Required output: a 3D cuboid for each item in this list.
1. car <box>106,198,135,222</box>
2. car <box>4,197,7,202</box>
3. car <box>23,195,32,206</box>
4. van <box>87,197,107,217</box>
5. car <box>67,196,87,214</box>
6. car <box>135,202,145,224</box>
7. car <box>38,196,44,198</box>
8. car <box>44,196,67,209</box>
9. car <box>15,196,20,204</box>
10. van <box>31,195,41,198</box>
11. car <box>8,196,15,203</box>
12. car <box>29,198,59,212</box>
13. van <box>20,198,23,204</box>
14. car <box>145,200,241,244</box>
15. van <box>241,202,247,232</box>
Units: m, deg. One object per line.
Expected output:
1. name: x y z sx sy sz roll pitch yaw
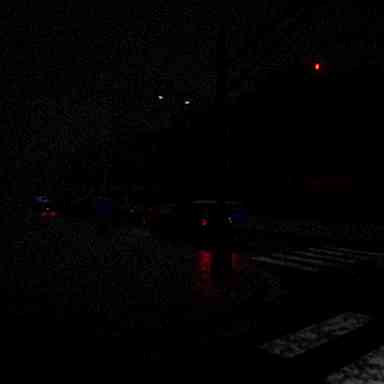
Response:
1. car: -5.158 1.508 27.485 1.967 1.590 4.097 0 0 -36
2. car: -43.775 1.807 80.854 1.752 1.417 4.829 0 0 -36
3. car: -27.626 1.507 58.536 2.192 1.841 5.009 0 0 -36
4. van: -8.368 1.426 31.921 1.690 1.788 3.998 0 0 -36
5. car: -11.578 1.418 36.354 2.192 1.841 5.009 0 0 -36
6. car: -1.948 1.492 23.049 1.967 1.590 4.097 0 0 -36
7. car: -21.206 1.707 49.664 2.008 1.369 4.403 0 0 -36
8. car: -17.997 1.454 45.229 2.192 1.841 5.009 0 0 -36
9. car: -34.145 1.754 67.546 1.752 1.417 4.829 0 0 -36
10. van: -24.416 1.516 54.100 1.690 1.788 3.998 0 0 -36
11. car: -40.465 1.704 76.280 1.967 1.590 4.097 0 0 -36
12. car: -18.582 1.728 41.628 1.895 1.301 4.718 0 0 -35
13. van: -30.836 1.551 62.972 1.690 1.788 3.998 0 0 -36
14. car: -0.127 1.383 16.343 2.097 1.767 4.553 0 0 -38
15. van: 1.262 1.378 18.613 1.690 1.788 3.998 0 0 -36
